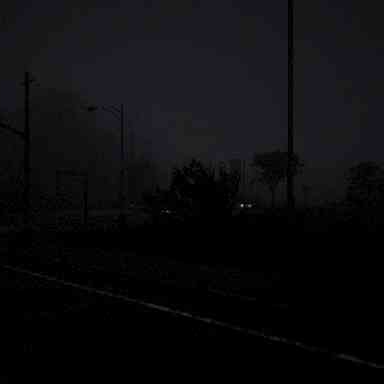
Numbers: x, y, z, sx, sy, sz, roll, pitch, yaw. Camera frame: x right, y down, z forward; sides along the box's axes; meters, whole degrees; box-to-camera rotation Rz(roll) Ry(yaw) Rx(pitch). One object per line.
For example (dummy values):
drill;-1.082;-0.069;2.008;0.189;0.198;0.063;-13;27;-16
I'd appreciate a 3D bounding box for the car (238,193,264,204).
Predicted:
car;10.193;1.306;55.726;2.033;1.411;5.357;0;1;37

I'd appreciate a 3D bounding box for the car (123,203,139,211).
car;-6.271;1.584;40.821;1.895;1.301;4.718;0;0;39

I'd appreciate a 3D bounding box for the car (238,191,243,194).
car;7.335;0.928;57.751;2.150;2.045;5.566;0;1;37
